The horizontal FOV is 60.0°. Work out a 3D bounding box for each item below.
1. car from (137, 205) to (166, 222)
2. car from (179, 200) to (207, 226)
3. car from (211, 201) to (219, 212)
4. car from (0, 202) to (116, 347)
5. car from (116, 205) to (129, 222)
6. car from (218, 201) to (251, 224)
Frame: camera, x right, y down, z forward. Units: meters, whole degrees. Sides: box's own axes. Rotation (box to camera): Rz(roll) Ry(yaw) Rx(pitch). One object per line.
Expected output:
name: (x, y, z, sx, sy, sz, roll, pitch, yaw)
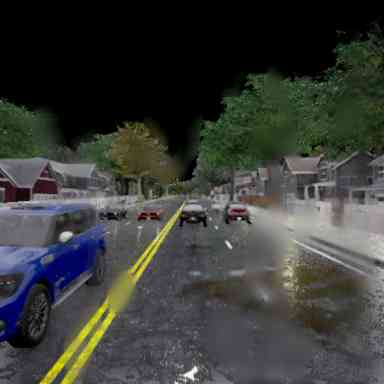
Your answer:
car: (-3.298, 1.729, 27.530, 1.895, 1.301, 4.718, 0, 0, 1)
car: (0.087, 1.596, 24.511, 1.882, 1.535, 5.008, 0, 0, 0)
car: (3.342, 1.763, 40.248, 1.895, 1.301, 4.718, 0, 0, 0)
car: (-3.341, 1.274, 6.762, 2.150, 2.045, 5.566, 0, 0, 0)
car: (-6.549, 1.730, 27.539, 1.895, 1.301, 4.718, 0, 0, 1)
car: (3.343, 1.628, 25.883, 1.837, 1.490, 4.892, 0, 0, 0)
